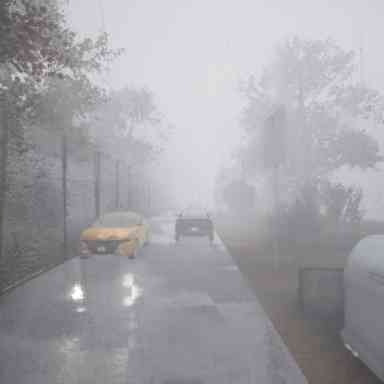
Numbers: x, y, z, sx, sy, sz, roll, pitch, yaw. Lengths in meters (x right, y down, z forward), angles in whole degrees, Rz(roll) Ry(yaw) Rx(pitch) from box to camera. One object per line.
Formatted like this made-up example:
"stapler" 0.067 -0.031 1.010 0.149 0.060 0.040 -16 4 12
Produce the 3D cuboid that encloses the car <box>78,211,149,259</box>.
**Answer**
"car" -2.842 1.537 12.982 1.882 1.535 5.008 0 0 0

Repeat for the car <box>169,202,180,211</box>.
"car" -2.639 2.269 53.585 1.882 1.535 5.008 0 -2 1

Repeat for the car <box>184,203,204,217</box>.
"car" 0.179 1.930 36.557 2.033 1.411 5.357 0 -1 0

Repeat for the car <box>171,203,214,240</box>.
"car" 0.114 1.580 17.780 1.882 1.535 5.008 0 -1 0
